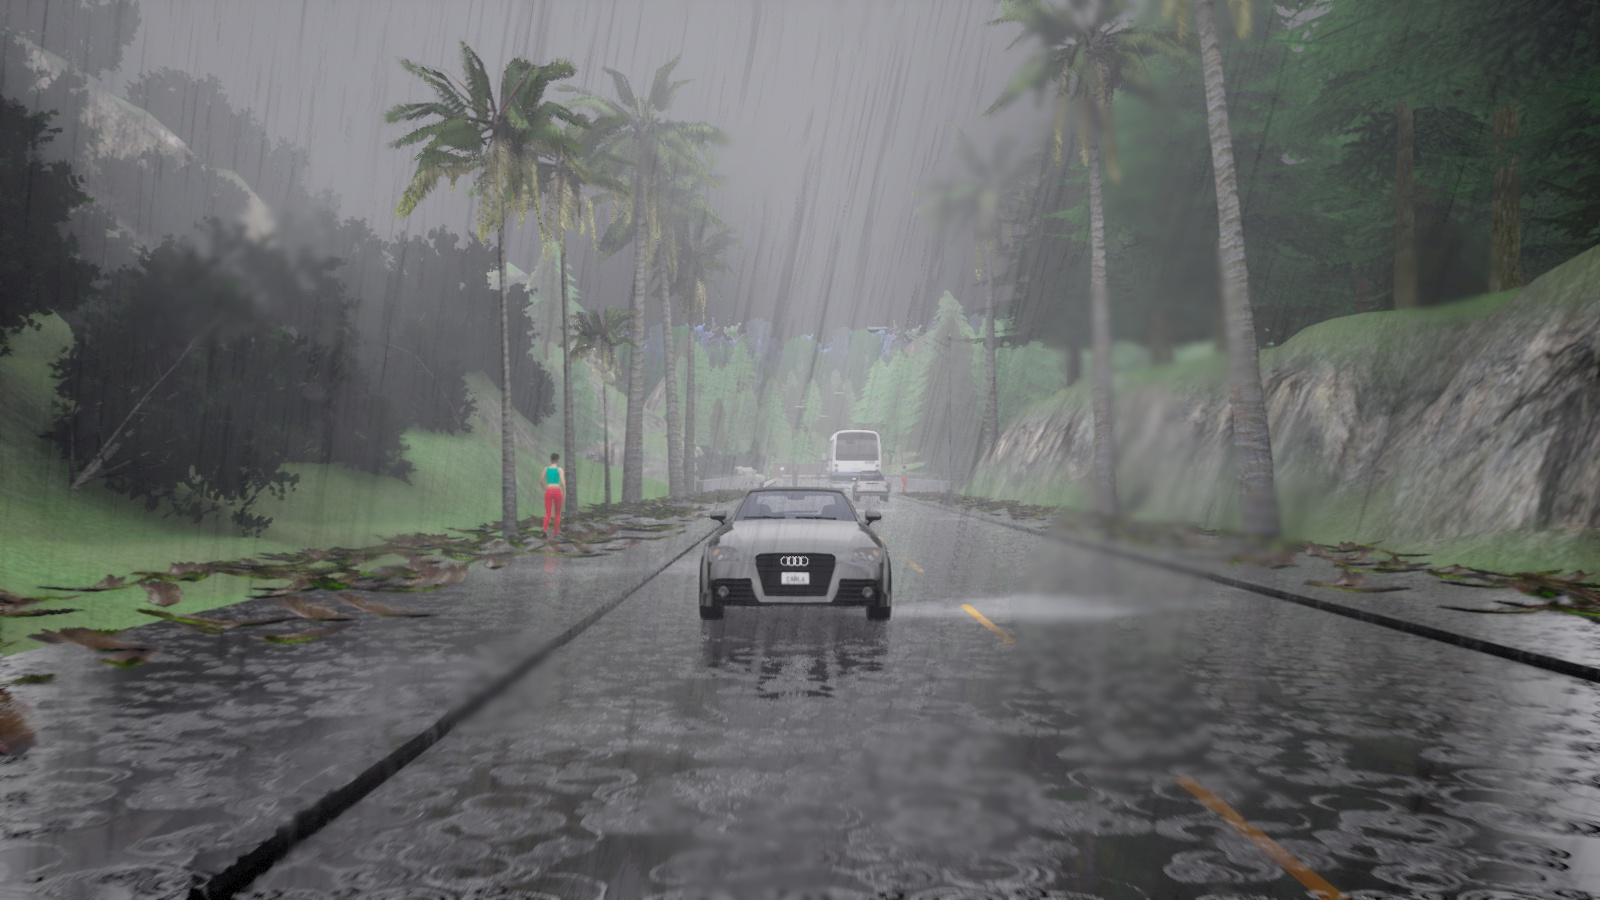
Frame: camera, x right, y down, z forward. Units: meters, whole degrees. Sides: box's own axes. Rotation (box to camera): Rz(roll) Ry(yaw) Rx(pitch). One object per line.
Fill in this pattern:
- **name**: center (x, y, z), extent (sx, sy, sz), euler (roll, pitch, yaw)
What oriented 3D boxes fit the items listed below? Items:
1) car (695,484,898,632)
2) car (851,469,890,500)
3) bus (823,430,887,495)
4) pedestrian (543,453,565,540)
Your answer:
- **car**: center (-0.040, 1.119, 14.417), extent (1.994, 1.385, 4.181), euler (0, -1, 0)
- **car**: center (3.748, 1.825, 67.271), extent (1.851, 1.617, 3.988), euler (0, -1, 0)
- **bus**: center (3.663, 0.877, 86.827), extent (3.944, 4.253, 10.273), euler (0, -1, 0)
- **pedestrian**: center (-5.207, 0.979, 26.611), extent (0.345, 1.836, 0.594), euler (0, -1, 1)
